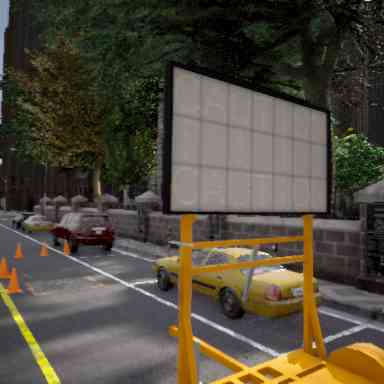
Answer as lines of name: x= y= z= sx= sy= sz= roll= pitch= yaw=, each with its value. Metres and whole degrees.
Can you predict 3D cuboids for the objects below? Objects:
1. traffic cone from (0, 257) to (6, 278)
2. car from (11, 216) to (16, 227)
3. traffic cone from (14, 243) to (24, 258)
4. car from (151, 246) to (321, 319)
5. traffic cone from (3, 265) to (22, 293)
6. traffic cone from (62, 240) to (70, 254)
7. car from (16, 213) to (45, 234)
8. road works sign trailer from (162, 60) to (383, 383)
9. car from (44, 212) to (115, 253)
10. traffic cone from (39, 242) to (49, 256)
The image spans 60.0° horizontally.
traffic cone: x=-5.738 y=2.292 z=10.146 sx=0.340 sy=0.580 sz=0.340 roll=3 pitch=-3 yaw=-36
car: x=-15.168 y=2.577 z=30.143 sx=1.947 sy=1.339 sz=4.313 roll=3 pitch=-3 yaw=-36
traffic cone: x=-7.266 y=2.426 z=13.973 sx=0.340 sy=0.580 sz=0.340 roll=3 pitch=-3 yaw=-36
car: x=0.689 y=1.894 z=8.161 sx=1.752 sy=1.417 sz=4.829 roll=3 pitch=-3 yaw=-36
traffic cone: x=-4.568 y=2.245 z=8.525 sx=0.340 sy=0.580 sz=0.340 roll=3 pitch=-3 yaw=-36
traffic cone: x=-5.703 y=2.487 z=15.096 sx=0.340 sy=0.580 sz=0.340 roll=-4 pitch=2 yaw=-42
car: x=-12.075 y=2.411 z=25.858 sx=1.752 sy=1.417 sz=4.829 roll=3 pitch=-3 yaw=-36
road works sign trailer: x=0.587 y=0.641 z=3.655 sx=2.380 sy=3.560 sz=2.880 roll=3 pitch=-3 yaw=-36
car: x=-5.590 y=1.938 z=16.881 sx=2.192 sy=1.841 sz=5.009 roll=3 pitch=-3 yaw=-36
traffic cone: x=-6.455 y=2.466 z=14.557 sx=0.340 sy=0.580 sz=0.340 roll=3 pitch=-3 yaw=-36
